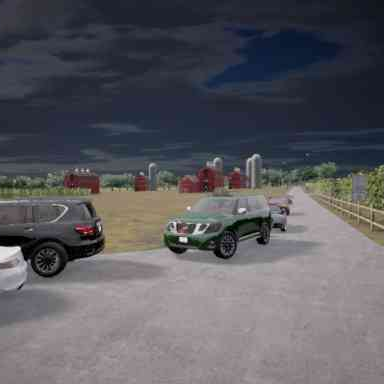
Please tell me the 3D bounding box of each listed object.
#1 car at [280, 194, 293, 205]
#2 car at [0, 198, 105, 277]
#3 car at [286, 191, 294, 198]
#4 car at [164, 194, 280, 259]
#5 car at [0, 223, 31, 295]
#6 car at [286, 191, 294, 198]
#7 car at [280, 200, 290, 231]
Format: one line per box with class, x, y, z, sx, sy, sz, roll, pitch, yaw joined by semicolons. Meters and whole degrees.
car;7.499;1.209;28.890;1.882;1.535;5.008;0;0;17
car;-5.391;1.234;9.619;5.566;2.045;2.150;-1;1;-4
car;23.159;0.607;78.533;1.882;1.535;5.008;0;1;18
car;1.264;1.116;12.708;2.150;2.045;5.566;0;0;34
car;-5.719;1.617;6.270;4.674;1.442;1.812;-2;1;-25
car;13.366;1.042;47.495;1.837;1.490;4.892;0;1;18
car;4.365;1.392;19.041;1.994;1.385;4.181;0;0;17
